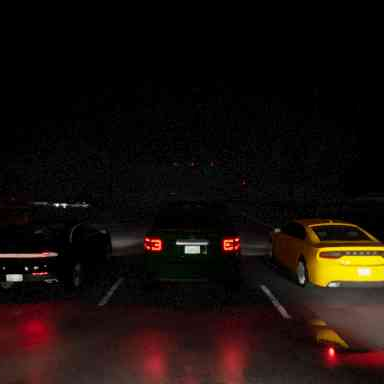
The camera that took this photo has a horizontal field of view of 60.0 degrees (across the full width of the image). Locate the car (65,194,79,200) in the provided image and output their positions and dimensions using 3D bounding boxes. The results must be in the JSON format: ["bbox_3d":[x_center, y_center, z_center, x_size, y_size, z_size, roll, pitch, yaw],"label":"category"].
[{"bbox_3d":[-29.351,1.223,81.496,1.895,1.301,4.718,0,0,-1],"label":"car"}]

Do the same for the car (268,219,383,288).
[{"bbox_3d":[3.475,1.468,9.211,1.882,1.535,5.008,0,0,0],"label":"car"}]

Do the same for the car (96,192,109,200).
[{"bbox_3d":[-22.415,0.973,83.442,2.097,1.767,4.553,0,0,-1],"label":"car"}]

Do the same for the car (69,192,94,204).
[{"bbox_3d":[-18.485,0.977,56.879,2.150,2.045,5.566,0,1,-1],"label":"car"}]

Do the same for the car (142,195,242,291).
[{"bbox_3d":[-0.014,1.212,9.157,2.150,2.045,5.566,0,0,0],"label":"car"}]

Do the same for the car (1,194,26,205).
[{"bbox_3d":[-28.931,1.131,54.040,2.097,1.767,4.553,0,0,-1],"label":"car"}]

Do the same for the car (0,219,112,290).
[{"bbox_3d":[-3.522,1.482,9.012,2.128,1.511,4.902,0,0,0],"label":"car"}]

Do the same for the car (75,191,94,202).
[{"bbox_3d":[-22.107,0.926,68.394,2.150,2.045,5.566,0,0,-1],"label":"car"}]

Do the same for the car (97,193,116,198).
[{"bbox_3d":[-18.674,1.219,72.295,2.033,1.411,5.357,0,0,-1],"label":"car"}]

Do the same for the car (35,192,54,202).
[{"bbox_3d":[-29.067,0.938,66.036,2.150,2.045,5.566,0,0,-1],"label":"car"}]

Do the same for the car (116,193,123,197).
[{"bbox_3d":[-19.245,1.132,88.034,2.033,1.411,5.357,0,0,-4],"label":"car"}]

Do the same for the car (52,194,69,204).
[{"bbox_3d":[-21.988,1.324,57.685,1.994,1.385,4.181,0,0,-1],"label":"car"}]
